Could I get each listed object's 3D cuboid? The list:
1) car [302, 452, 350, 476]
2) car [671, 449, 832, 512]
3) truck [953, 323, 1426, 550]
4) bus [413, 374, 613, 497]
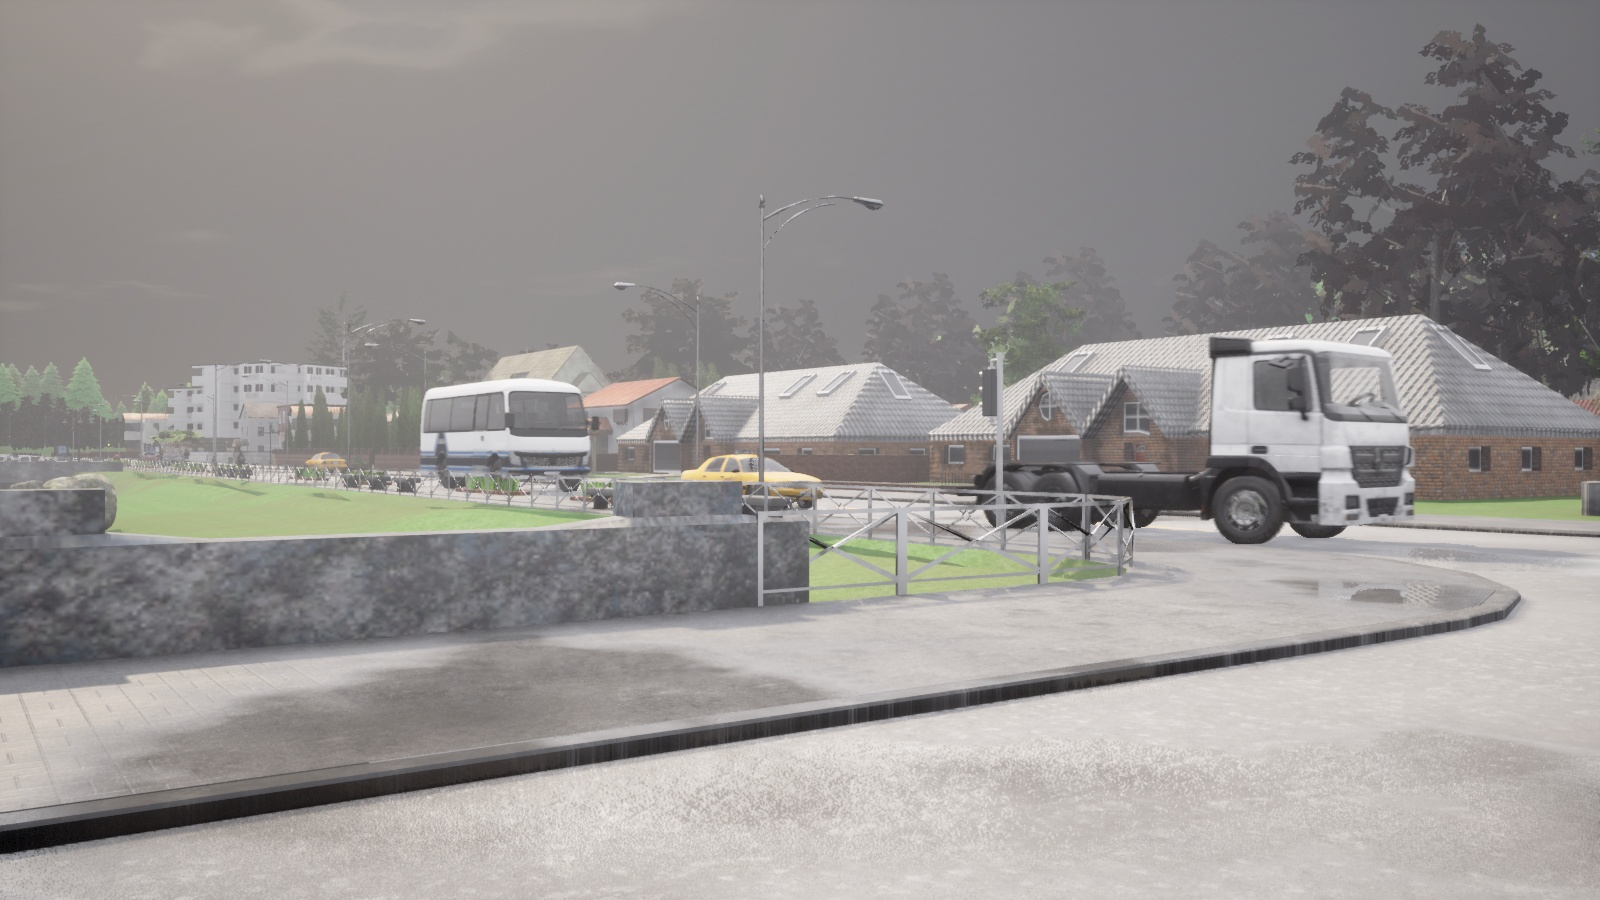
[{"bbox_3d":[-32.411,0.962,85.791,1.801,1.575,5.366,0,0,-35],"label":"car"},{"bbox_3d":[-1.438,0.771,34.312,1.801,1.575,5.366,0,0,-35],"label":"car"},{"bbox_3d":[6.781,-0.195,23.092,2.891,3.462,7.936,0,0,-42],"label":"truck"},{"bbox_3d":[-11.338,-0.489,48.527,3.944,4.253,10.273,0,0,-35],"label":"bus"}]
